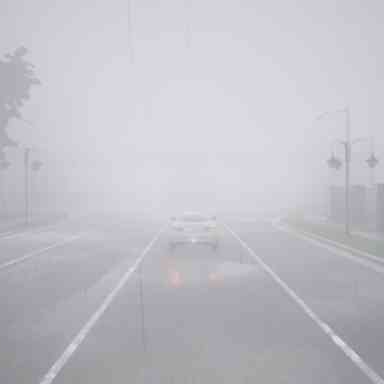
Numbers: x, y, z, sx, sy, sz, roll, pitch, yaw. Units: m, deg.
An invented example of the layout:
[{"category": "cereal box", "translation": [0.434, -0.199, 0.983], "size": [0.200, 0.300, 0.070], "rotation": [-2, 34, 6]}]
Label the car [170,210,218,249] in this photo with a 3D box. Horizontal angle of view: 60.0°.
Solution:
[{"category": "car", "translation": [0.073, 1.495, 14.153], "size": [1.812, 1.442, 4.674], "rotation": [0, 0, 0]}]
